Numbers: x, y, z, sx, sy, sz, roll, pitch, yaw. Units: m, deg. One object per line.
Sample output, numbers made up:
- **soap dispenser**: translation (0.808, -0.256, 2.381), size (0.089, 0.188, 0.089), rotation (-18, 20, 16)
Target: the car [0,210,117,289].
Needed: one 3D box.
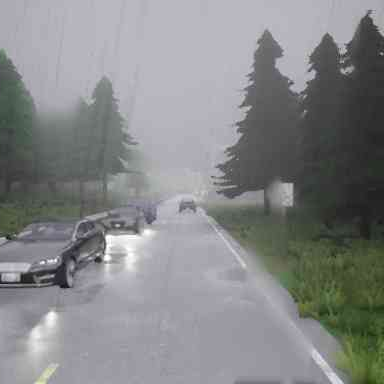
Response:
- **car**: translation (-3.757, 1.494, 9.292), size (2.128, 1.511, 4.902), rotation (0, 0, -1)

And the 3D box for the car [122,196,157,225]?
- **car**: translation (-3.892, 1.320, 24.891), size (2.150, 2.045, 5.566), rotation (0, 0, -1)

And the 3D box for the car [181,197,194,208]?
- **car**: translation (-0.709, 1.495, 49.352), size (1.882, 1.535, 5.008), rotation (0, 0, -1)

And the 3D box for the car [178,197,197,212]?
- **car**: translation (-0.526, 1.518, 38.744), size (1.837, 1.490, 4.892), rotation (0, 0, -1)

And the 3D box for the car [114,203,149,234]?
- **car**: translation (-3.892, 1.570, 19.294), size (1.994, 1.385, 4.181), rotation (0, 0, -1)
